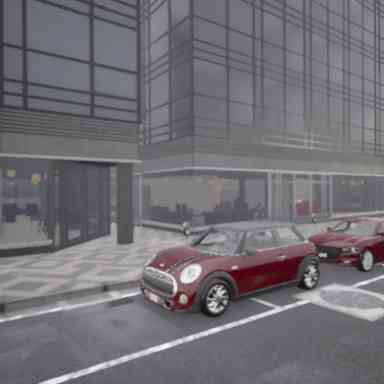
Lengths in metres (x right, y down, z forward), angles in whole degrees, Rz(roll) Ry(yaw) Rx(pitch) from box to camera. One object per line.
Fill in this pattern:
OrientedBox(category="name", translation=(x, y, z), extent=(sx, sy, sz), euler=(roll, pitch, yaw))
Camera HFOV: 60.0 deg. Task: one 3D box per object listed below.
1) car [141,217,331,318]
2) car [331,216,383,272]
OrientedBox(category="car", translation=(0.922, 1.416, 7.309), extent=(4.097, 1.590, 1.967), euler=(0, 0, -35))
OrientedBox(category="car", translation=(5.483, 1.493, 10.561), extent=(4.507, 1.381, 1.887), euler=(0, 0, -35))
